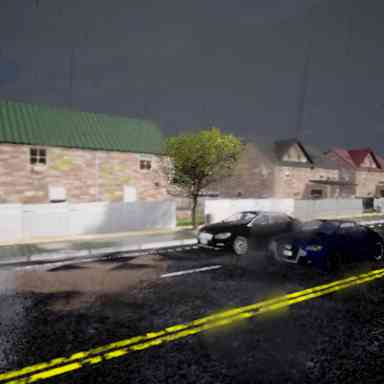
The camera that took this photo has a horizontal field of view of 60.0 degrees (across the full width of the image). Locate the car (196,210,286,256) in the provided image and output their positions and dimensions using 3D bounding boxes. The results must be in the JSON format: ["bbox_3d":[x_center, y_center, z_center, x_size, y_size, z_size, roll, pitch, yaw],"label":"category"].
[{"bbox_3d":[2.429,1.509,13.359,4.902,1.511,2.128,0,0,-35],"label":"car"}]

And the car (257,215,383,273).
[{"bbox_3d":[4.383,1.575,10.760,4.181,1.385,1.994,0,0,-35],"label":"car"}]
